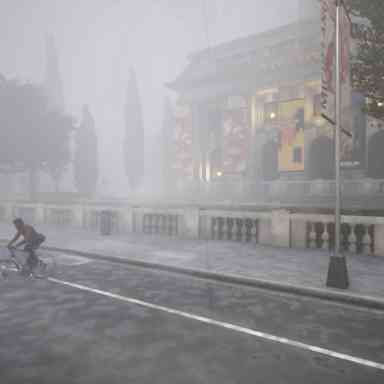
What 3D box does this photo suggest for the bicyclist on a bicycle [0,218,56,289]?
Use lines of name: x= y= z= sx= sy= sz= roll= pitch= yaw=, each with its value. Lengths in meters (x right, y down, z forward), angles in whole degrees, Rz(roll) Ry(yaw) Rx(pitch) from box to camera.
bicyclist on a bicycle: x=-4.078 y=1.448 z=8.131 sx=0.582 sy=1.620 sz=1.656 roll=0 pitch=1 yaw=35
